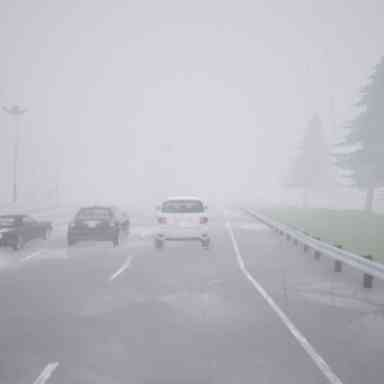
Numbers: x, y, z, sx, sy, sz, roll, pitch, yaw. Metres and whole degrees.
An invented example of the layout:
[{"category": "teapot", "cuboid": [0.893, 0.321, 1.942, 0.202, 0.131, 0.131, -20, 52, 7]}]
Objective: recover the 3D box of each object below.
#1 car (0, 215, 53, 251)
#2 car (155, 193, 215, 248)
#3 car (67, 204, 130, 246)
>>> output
[{"category": "car", "cuboid": [-7.546, 1.607, 13.992, 1.895, 1.301, 4.718, 0, 0, -4]}, {"category": "car", "cuboid": [-0.439, 1.217, 14.843, 2.150, 2.045, 5.566, 0, 0, -2]}, {"category": "car", "cuboid": [-4.162, 1.353, 15.464, 2.097, 1.767, 4.553, 0, 0, -4]}]
